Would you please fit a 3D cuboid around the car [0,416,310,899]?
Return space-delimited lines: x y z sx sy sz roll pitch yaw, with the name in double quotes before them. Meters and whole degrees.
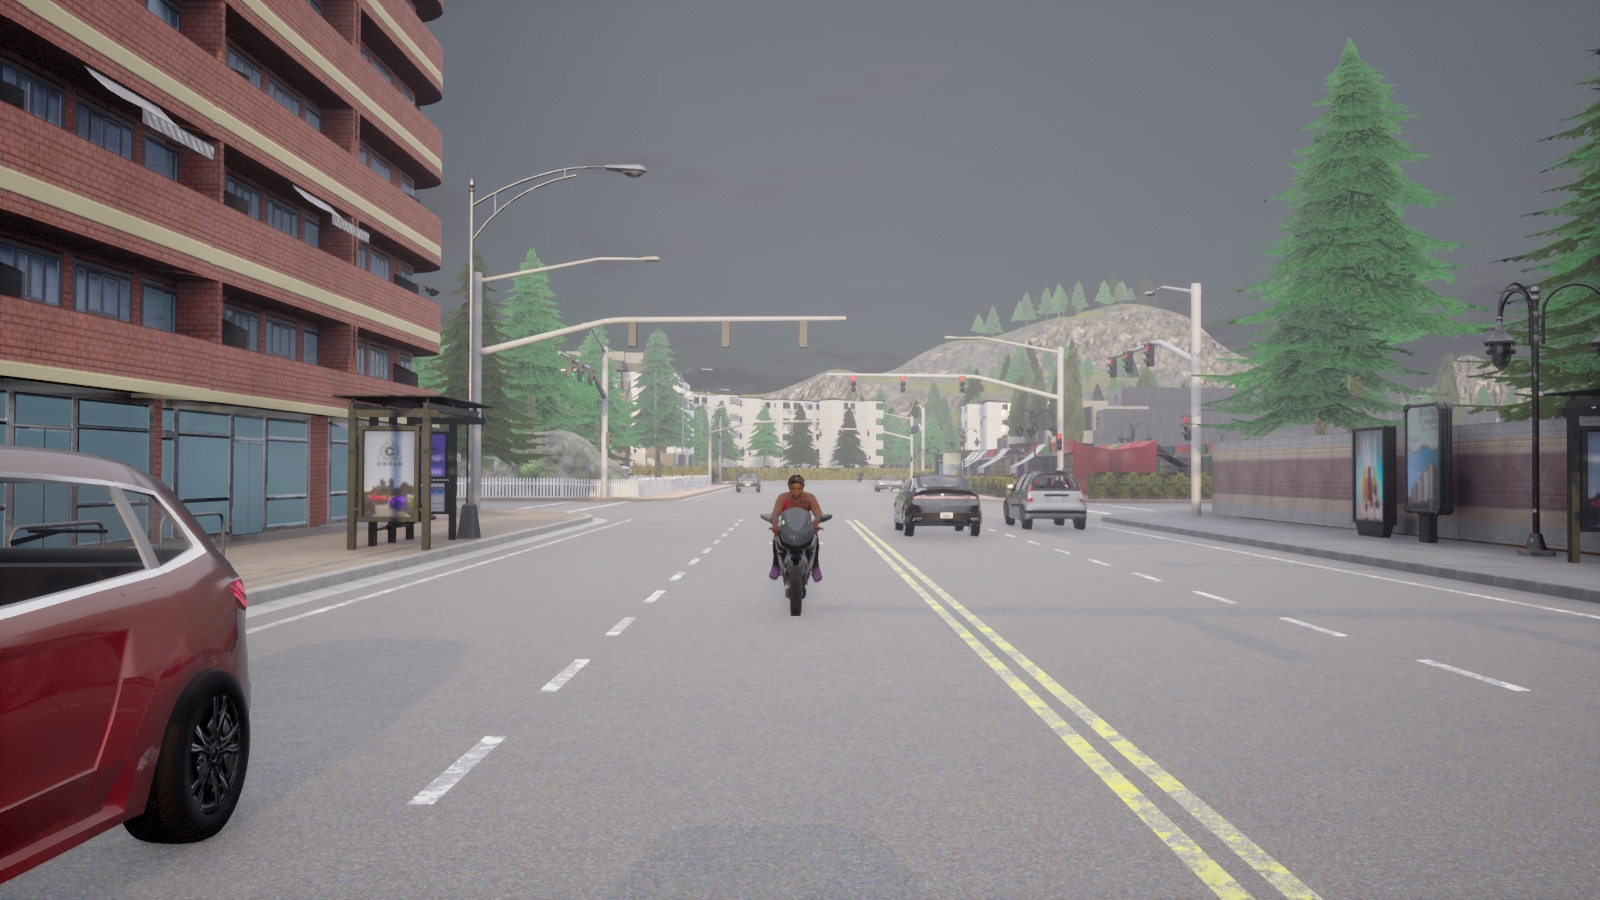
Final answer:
"car" -3.511 0.738 3.845 2.242 1.667 4.611 0 -1 0

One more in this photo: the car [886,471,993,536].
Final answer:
"car" 3.423 1.289 31.691 2.128 1.511 4.902 0 -1 0

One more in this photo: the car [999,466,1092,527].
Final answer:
"car" 6.913 1.285 35.758 1.851 1.617 3.988 0 -1 0

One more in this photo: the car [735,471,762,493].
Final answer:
"car" -3.720 2.335 90.968 1.789 1.549 3.705 0 -1 0

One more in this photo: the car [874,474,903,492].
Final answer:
"car" 6.767 2.507 96.450 1.895 1.301 4.718 0 -1 0

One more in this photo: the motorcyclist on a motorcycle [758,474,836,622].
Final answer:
"motorcyclist on a motorcycle" -0.034 1.032 14.026 0.797 1.523 2.044 0 -1 0
